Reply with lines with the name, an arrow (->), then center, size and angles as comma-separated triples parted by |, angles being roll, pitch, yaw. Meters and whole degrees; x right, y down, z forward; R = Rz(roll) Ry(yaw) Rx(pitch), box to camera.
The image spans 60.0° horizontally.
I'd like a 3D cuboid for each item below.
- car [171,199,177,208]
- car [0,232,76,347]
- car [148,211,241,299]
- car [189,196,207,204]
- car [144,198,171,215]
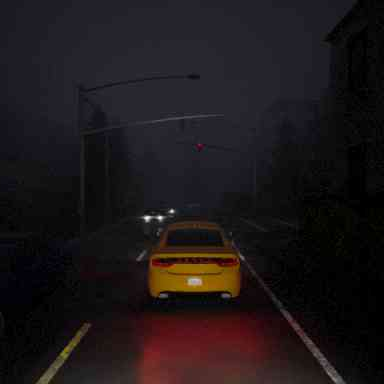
car -> -3.340, 1.600, 48.423 | 1.895, 1.301, 4.718 | 0, 0, 6
car -> -3.613, 1.526, 6.113 | 1.812, 1.442, 4.674 | 0, 0, 0
car -> 0.061, 1.478, 8.508 | 1.882, 1.535, 5.008 | 0, 0, 0
car -> 1.249, 1.525, 62.955 | 1.812, 1.442, 4.674 | 0, 0, 31
car -> -3.639, 1.547, 33.668 | 2.033, 1.411, 5.357 | 0, 0, 0
